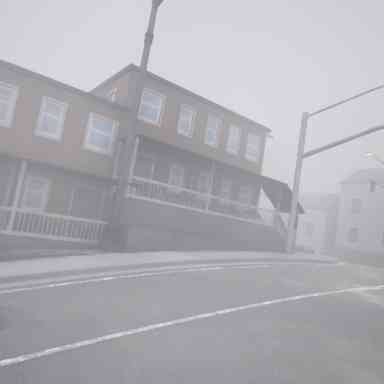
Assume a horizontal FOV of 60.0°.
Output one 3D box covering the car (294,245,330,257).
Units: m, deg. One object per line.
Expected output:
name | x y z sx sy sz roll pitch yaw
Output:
car | 9.822 5.503 29.205 2.097 1.767 4.553 13 -16 -34
